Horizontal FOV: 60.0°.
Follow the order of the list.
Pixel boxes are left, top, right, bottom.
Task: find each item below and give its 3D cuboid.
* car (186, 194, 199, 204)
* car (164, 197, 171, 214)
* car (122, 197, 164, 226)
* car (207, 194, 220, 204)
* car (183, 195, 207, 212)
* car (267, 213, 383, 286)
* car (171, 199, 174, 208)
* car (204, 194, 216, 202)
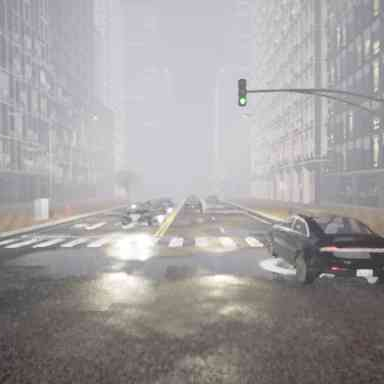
[{"bbox_3d":[0.046,1.129,55.058,2.033,1.411,5.357,-1,0,1],"label":"car"},{"bbox_3d":[-3.318,1.329,31.194,1.994,1.385,4.181,-1,0,0],"label":"car"},{"bbox_3d":[-3.342,1.313,21.983,2.128,1.511,4.902,-1,0,0],"label":"car"},{"bbox_3d":[3.262,1.132,52.228,1.994,1.385,4.181,-1,0,0],"label":"car"},{"bbox_3d":[0.105,1.206,33.945,2.128,1.511,4.902,-1,0,0],"label":"car"},{"bbox_3d":[3.355,1.310,8.884,2.128,1.511,4.902,0,1,0],"label":"car"},{"bbox_3d":[-3.243,1.266,41.220,1.994,1.385,4.181,-1,0,0],"label":"car"},{"bbox_3d":[3.267,1.105,61.890,1.895,1.301,4.718,-1,0,0],"label":"car"}]
